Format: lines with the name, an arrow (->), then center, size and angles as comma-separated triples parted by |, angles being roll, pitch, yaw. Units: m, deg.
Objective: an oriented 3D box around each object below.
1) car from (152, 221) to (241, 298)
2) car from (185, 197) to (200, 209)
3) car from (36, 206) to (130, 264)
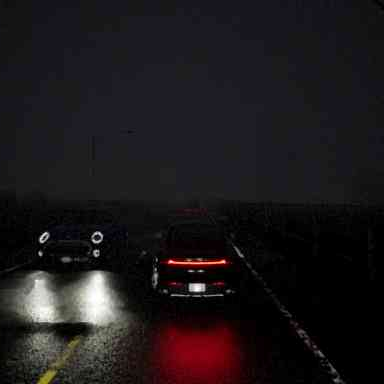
car -> 0.093, 1.503, 8.510 | 1.837, 1.490, 4.892 | 0, 0, 0
car -> 0.061, 1.484, 45.376 | 2.128, 1.511, 4.902 | 0, 0, 0
car -> -3.608, 1.349, 11.779 | 2.097, 1.767, 4.553 | 0, 0, 0
